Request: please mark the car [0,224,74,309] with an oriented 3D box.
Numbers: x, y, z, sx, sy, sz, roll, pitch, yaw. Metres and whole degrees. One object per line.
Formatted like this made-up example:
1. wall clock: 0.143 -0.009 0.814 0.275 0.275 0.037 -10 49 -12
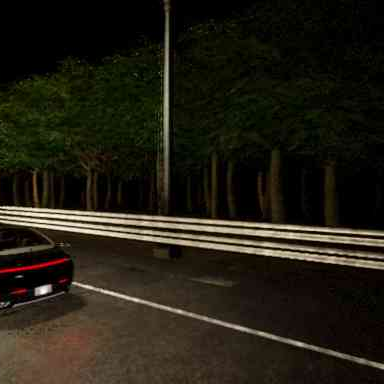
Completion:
1. car: -4.588 1.464 7.264 4.892 1.490 1.837 0 0 36
